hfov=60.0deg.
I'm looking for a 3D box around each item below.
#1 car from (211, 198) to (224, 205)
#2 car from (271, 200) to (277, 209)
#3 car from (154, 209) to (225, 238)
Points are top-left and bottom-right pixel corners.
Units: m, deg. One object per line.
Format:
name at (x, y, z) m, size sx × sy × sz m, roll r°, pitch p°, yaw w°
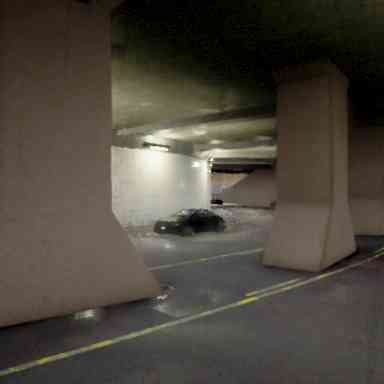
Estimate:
car at (4.285, 1.694, 60.304) m, size 1.994 × 1.385 × 4.181 m, roll 0°, pitch 0°, yaw -14°
car at (11.904, 1.609, 42.953) m, size 2.033 × 1.411 × 5.357 m, roll 0°, pitch 0°, yaw -8°
car at (-0.050, 1.609, 18.065) m, size 1.994 × 1.385 × 4.181 m, roll 0°, pitch 0°, yaw 44°
